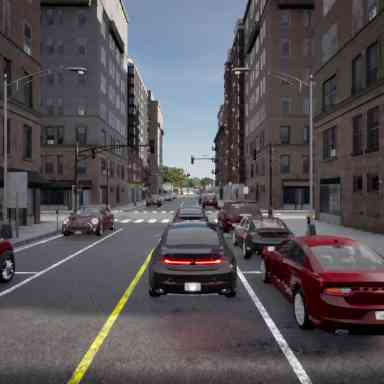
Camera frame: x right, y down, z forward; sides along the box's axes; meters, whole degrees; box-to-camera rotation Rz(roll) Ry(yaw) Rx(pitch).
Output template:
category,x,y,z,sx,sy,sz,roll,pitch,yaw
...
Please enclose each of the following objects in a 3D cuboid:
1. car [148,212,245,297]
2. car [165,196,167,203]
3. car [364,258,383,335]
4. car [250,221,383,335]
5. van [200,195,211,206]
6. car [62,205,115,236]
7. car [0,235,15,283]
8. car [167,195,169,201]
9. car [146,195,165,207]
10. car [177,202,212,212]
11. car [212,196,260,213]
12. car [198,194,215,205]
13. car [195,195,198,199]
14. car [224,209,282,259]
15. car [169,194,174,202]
category,x,y,z,sx,sy,sz,roll,pitch,yaw
car,0.012,1.505,8.577,1.837,1.490,4.892,0,0,0
car,-5.805,1.564,56.126,1.947,1.339,4.313,0,0,0
car,2.634,1.440,1.074,1.967,1.590,4.097,0,0,0
car,2.594,1.545,6.756,1.887,1.381,4.507,0,0,0
van,2.303,1.339,56.184,1.690,1.788,3.998,0,0,0
car,-5.510,1.440,18.064,1.967,1.590,4.097,0,0,0
car,-5.431,1.440,6.700,1.967,1.590,4.097,0,0,0
car,-5.841,1.549,61.630,2.008,1.369,4.403,0,0,0
car,-5.769,1.314,50.622,2.192,1.841,5.009,0,0,0
car,-0.061,1.505,17.993,1.837,1.490,4.892,0,0,0
car,2.514,1.315,18.121,2.192,1.841,5.009,0,0,0
car,2.389,1.314,45.176,2.192,1.841,5.009,0,0,0
car,2.260,1.313,61.687,2.192,1.841,5.009,0,0,0
car,2.554,1.551,12.439,2.008,1.369,4.403,0,0,0
car,-5.949,1.541,78.141,1.887,1.381,4.507,0,0,0
